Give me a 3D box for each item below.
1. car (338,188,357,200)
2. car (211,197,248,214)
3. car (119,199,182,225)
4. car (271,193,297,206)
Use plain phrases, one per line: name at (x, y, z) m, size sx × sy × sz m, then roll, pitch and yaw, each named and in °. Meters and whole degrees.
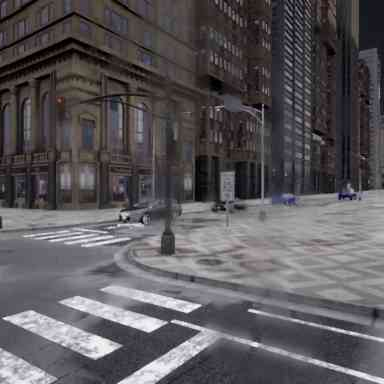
car at (27.031, 0.362, 57.856) m, size 2.150 × 2.045 × 5.566 m, roll 0°, pitch 1°, yaw 36°
car at (3.464, 1.169, 30.426) m, size 1.994 × 1.385 × 4.181 m, roll 0°, pitch 1°, yaw 35°
car at (-2.629, 1.237, 21.901) m, size 2.128 × 1.511 × 4.902 m, roll 0°, pitch 1°, yaw 36°
car at (11.611, 0.897, 41.772) m, size 1.882 × 1.535 × 5.008 m, roll 0°, pitch 1°, yaw 36°
